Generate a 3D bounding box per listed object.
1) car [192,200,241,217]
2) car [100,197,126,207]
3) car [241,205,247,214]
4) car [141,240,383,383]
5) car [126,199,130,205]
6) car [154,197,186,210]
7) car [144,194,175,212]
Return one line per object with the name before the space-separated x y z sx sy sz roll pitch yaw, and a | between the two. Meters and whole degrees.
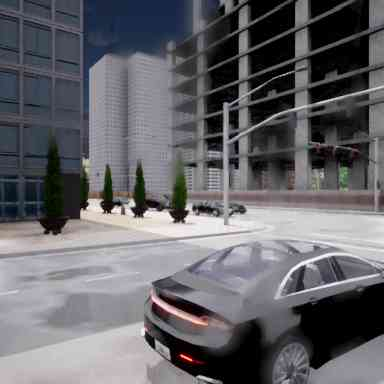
car | 1.944 1.545 31.740 2.128 1.511 4.902 0 0 -36
car | -12.524 1.654 51.685 1.895 1.301 4.718 0 0 -36
car | 3.801 1.617 35.137 1.994 1.385 4.181 0 0 -36
car | 1.644 1.491 5.027 4.902 1.511 2.128 0 0 -36
car | -12.347 1.545 57.449 2.128 1.511 4.902 0 0 -35
car | -2.997 1.530 44.495 1.882 1.535 5.008 0 0 -36
car | -3.911 1.269 39.793 2.150 2.045 5.566 0 1 -36
